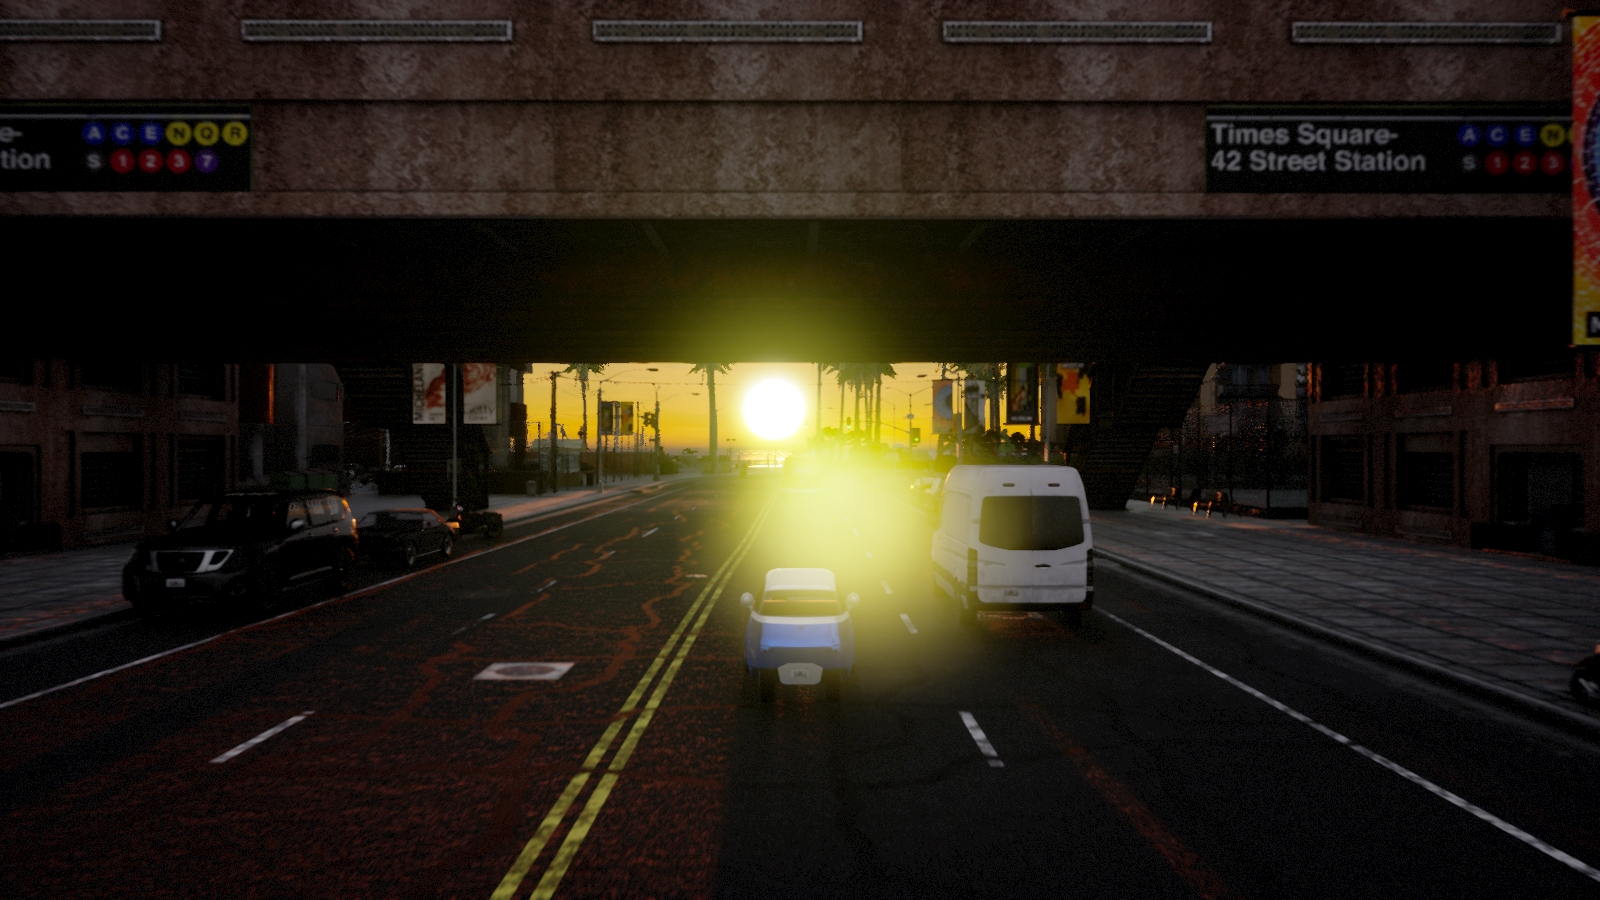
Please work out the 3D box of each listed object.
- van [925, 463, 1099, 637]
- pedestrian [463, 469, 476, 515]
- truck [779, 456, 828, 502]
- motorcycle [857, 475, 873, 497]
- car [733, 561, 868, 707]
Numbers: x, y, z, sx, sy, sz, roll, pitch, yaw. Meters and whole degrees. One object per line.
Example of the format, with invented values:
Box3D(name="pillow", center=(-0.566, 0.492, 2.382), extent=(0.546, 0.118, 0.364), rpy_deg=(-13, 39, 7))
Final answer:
Box3D(name="van", center=(3.510, 1.534, 20.145), extent=(1.988, 2.561, 5.915), rpy_deg=(0, 0, 0))
Box3D(name="pedestrian", center=(-13.418, 1.698, 46.411), extent=(0.375, 1.860, 0.375), rpy_deg=(0, 0, 6))
Box3D(name="truck", center=(0.181, 1.571, 64.196), extent=(2.627, 2.467, 5.204), rpy_deg=(0, 0, 0))
Box3D(name="motorcycle", center=(4.035, 2.205, 70.581), extent=(0.867, 1.251, 2.209), rpy_deg=(1, 0, 7))
Box3D(name="car", center=(0.004, 2.120, 13.606), extent=(1.481, 1.376, 2.207), rpy_deg=(0, 0, 0))
